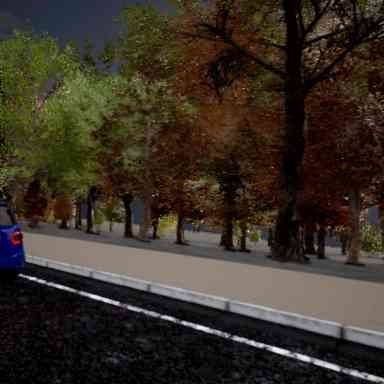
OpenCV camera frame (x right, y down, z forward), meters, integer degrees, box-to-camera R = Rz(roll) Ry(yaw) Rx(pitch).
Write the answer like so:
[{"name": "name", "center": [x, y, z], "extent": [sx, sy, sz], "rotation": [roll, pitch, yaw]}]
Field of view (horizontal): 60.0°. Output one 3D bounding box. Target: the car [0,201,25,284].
[{"name": "car", "center": [-6.367, 1.170, 8.230], "extent": [5.566, 2.045, 2.150], "rotation": [0, 0, 36]}]
